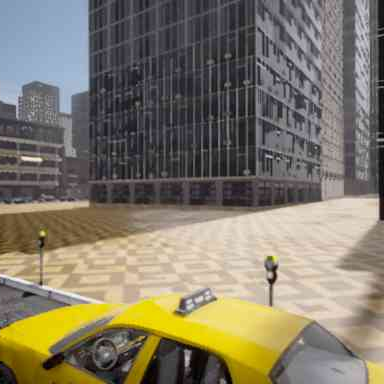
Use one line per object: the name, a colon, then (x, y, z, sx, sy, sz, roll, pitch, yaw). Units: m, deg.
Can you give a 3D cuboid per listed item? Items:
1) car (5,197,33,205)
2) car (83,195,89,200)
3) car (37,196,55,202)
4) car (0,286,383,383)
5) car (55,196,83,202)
car: (-32.994, 1.735, 62.901, 2.008, 1.369, 4.403, 1, 1, 35)
car: (-27.233, 1.433, 85.995, 1.947, 1.339, 4.313, 1, 1, 35)
car: (-33.561, 1.588, 76.829, 2.008, 1.369, 4.403, 1, 1, 35)
car: (-0.176, 1.544, 2.989, 4.829, 1.417, 1.752, -1, 0, 35)
car: (-26.666, 1.563, 72.067, 2.008, 1.369, 4.403, 1, 1, 35)
